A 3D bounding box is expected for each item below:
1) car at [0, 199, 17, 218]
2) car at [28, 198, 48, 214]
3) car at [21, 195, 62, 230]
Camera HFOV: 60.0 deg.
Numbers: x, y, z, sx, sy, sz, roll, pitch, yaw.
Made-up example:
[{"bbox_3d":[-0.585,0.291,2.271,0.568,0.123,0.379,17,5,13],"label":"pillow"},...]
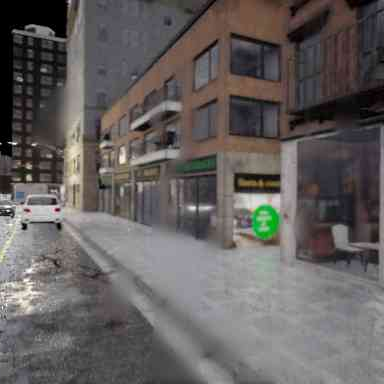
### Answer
[{"bbox_3d":[-16.265,1.408,28.581,1.837,1.490,4.892,1,0,-26],"label":"car"},{"bbox_3d":[-16.438,1.444,35.435,1.812,1.442,4.674,1,0,-25],"label":"car"},{"bbox_3d":[-9.552,1.176,21.139,2.150,2.045,5.566,1,0,-25],"label":"car"}]
